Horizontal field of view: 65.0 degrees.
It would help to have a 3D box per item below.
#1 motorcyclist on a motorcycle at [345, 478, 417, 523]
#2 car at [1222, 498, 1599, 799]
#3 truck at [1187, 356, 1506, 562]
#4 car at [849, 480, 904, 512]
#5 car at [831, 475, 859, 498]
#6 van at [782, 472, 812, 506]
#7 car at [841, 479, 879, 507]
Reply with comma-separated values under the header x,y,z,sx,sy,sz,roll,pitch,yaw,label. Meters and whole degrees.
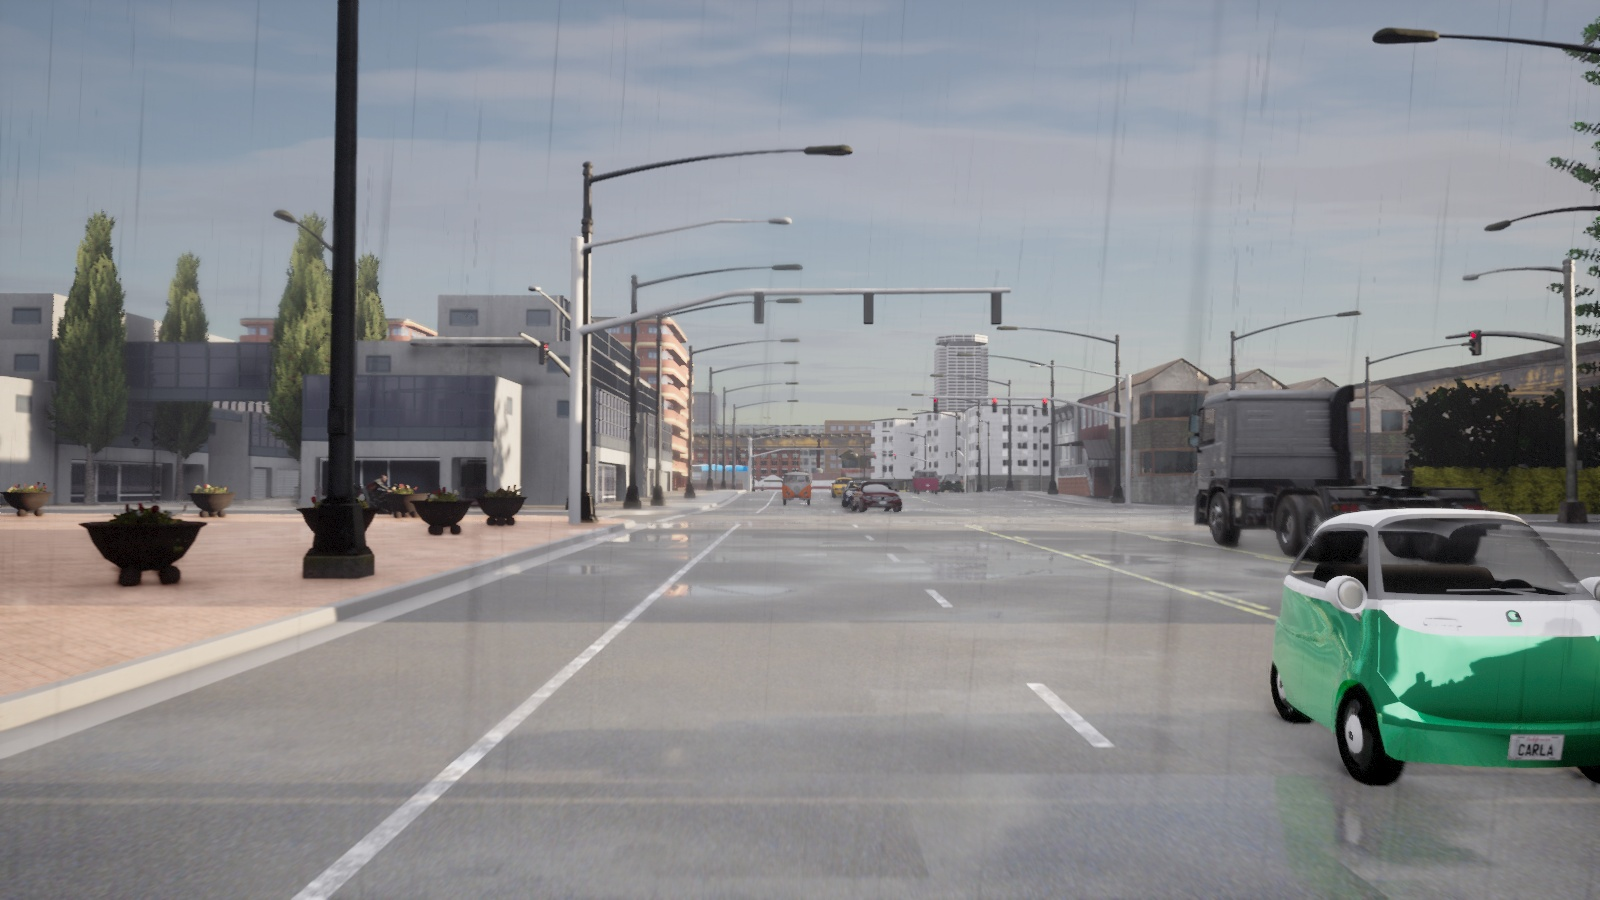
x,y,z,sx,sy,sz,roll,pitch,yaw,label
-14.551,1.760,43.663,2.191,1.530,0.866,0,-2,0,motorcyclist on a motorcycle
3.483,0.975,7.031,1.481,1.376,2.207,0,-1,0,car
10.436,0.225,25.155,2.891,3.462,7.936,0,-1,0,truck
3.567,2.159,59.120,1.812,1.442,4.674,0,-2,-6,car
3.281,2.667,92.487,1.801,1.575,5.366,0,0,0,car
-0.181,2.343,76.433,1.775,1.987,4.442,0,-1,0,van
3.334,2.395,70.311,1.970,1.475,3.806,0,-2,0,car
